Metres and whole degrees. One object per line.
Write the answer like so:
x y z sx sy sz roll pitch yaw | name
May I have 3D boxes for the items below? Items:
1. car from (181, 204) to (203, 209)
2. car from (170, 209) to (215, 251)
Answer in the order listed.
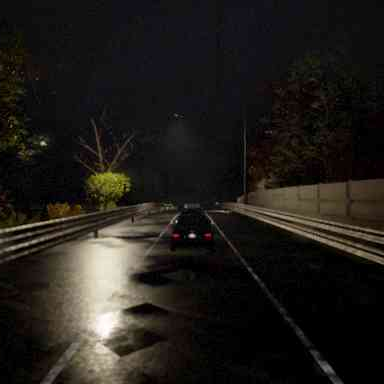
0.018 1.786 30.116 2.128 1.511 4.902 0 0 0 | car
0.009 1.692 14.793 2.033 1.411 5.357 0 -1 0 | car
